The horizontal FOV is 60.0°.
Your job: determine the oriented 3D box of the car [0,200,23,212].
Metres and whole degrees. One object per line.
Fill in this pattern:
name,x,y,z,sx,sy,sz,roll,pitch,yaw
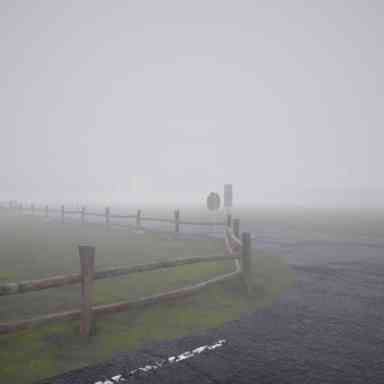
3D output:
car,-25.156,1.885,46.201,2.097,1.767,4.553,0,-1,-44
